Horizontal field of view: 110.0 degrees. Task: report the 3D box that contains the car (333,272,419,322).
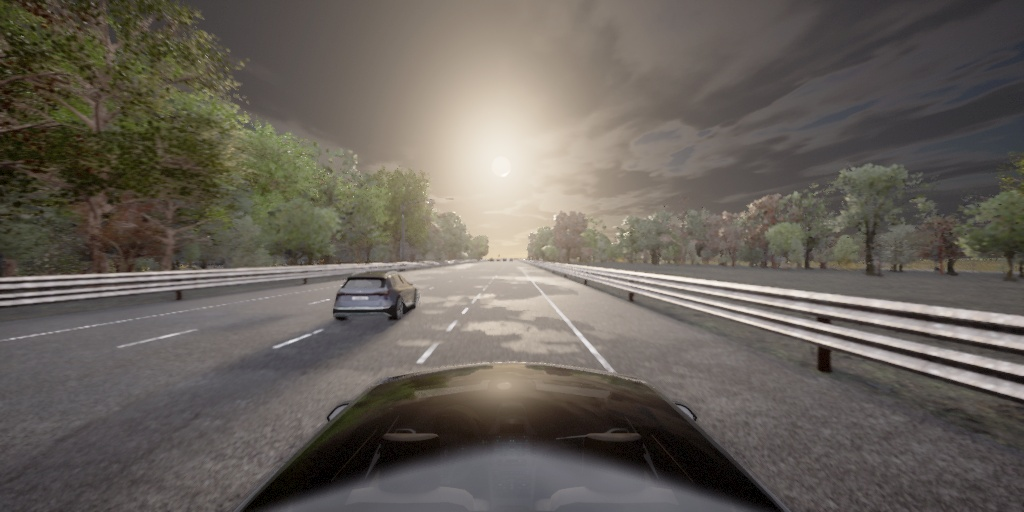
[{"bbox_3d":[-4.613,1.345,12.718,2.033,1.649,4.856,0,-1,-5],"label":"car"}]
